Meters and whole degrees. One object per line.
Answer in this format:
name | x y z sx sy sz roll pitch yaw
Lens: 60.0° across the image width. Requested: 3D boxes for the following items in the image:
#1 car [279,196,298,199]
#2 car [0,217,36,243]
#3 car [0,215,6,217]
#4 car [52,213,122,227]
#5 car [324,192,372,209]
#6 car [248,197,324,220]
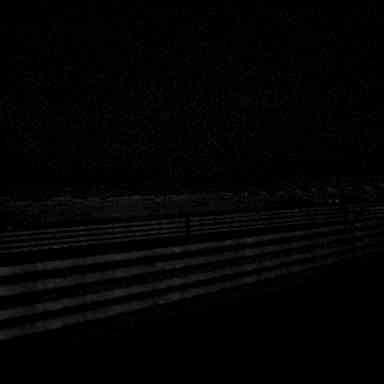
car | 10.137 1.089 33.304 4.674 1.442 1.812 -3 1 -20
car | -11.072 2.344 18.079 4.674 1.442 1.812 -3 1 -20
car | -14.325 2.343 24.342 4.674 1.442 1.812 -3 1 -20
car | -7.187 2.138 23.229 4.718 1.301 1.895 -3 1 -20
car | 14.668 0.765 31.235 4.553 1.767 2.097 -3 1 -20
car | 6.641 1.457 24.568 5.357 1.411 2.033 -3 1 -20
